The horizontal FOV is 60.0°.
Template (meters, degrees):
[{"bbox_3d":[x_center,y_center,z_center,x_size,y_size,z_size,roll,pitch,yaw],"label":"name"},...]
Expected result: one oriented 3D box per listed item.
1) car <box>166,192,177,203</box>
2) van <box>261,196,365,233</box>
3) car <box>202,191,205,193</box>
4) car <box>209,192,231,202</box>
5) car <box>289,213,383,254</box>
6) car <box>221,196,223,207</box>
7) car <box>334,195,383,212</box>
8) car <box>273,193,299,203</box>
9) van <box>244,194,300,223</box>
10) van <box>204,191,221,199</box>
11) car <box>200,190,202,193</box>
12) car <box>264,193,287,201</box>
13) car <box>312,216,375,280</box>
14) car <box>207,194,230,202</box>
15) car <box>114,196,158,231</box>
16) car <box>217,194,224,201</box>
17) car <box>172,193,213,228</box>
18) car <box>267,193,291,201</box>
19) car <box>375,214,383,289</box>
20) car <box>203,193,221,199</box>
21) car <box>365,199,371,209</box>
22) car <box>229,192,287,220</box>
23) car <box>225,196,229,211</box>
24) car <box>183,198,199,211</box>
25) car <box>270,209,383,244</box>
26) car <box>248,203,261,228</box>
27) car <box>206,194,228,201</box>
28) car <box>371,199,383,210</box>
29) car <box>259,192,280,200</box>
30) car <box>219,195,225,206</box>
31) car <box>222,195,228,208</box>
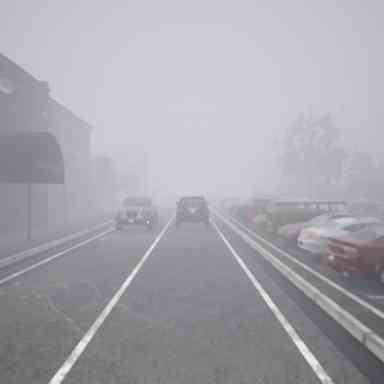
[{"bbox_3d":[-3.713,1.003,62.958,2.150,2.045,5.566,0,1,0],"label":"car"},{"bbox_3d":[6.135,1.351,17.201,4.442,1.987,1.878,0,0,0],"label":"van"},{"bbox_3d":[5.471,1.136,79.620,4.892,1.521,2.231,0,1,0],"label":"car"},{"bbox_3d":[5.585,1.327,65.847,4.674,1.452,2.002,1,1,0],"label":"car"},{"bbox_3d":[6.040,1.601,11.409,4.674,1.452,2.002,0,0,0],"label":"car"},{"bbox_3d":[5.942,1.441,36.862,4.674,1.452,2.002,0,1,0],"label":"car"},{"bbox_3d":[18.487,1.274,36.946,4.553,1.767,2.185,0,1,0],"label":"car"},{"bbox_3d":[18.619,1.162,65.786,4.553,1.767,2.185,0,1,0],"label":"car"},{"bbox_3d":[6.113,1.304,22.732,4.442,1.987,1.878,0,1,0],"label":"van"},{"bbox_3d":[5.305,0.817,87.965,4.442,1.987,1.878,0,1,0],"label":"van"},{"bbox_3d":[5.412,0.822,85.183,5.566,2.045,2.435,0,1,0],"label":"car"},{"bbox_3d":[18.625,1.069,74.266,4.553,1.767,2.185,0,1,0],"label":"car"},{"bbox_3d":[6.048,1.536,8.584,5.008,1.535,2.097,0,0,0],"label":"car"},{"bbox_3d":[5.562,1.257,71.271,4.792,1.488,2.163,0,1,0],"label":"car"},{"bbox_3d":[-3.423,1.279,21.492,2.150,2.045,5.566,0,0,0],"label":"car"},{"bbox_3d":[5.946,1.379,42.514,4.792,1.488,2.163,0,1,0],"label":"car"},{"bbox_3d":[0.021,1.275,23.015,2.150,2.045,5.566,0,0,0],"label":"car"},{"bbox_3d":[18.643,1.100,71.482,4.553,1.767,2.185,0,1,0],"label":"car"},{"bbox_3d":[6.096,1.387,5.759,4.553,1.767,2.185,0,0,0],"label":"car"},{"bbox_3d":[5.396,1.013,90.752,4.892,1.521,2.231,0,1,0],"label":"car"},{"bbox_3d":[18.524,1.424,34.248,5.008,1.535,2.097,0,1,0],"label":"car"},{"bbox_3d":[5.957,1.253,25.556,5.566,2.045,2.435,0,1,0],"label":"car"},{"bbox_3d":[5.957,1.453,31.209,5.008,1.535,2.097,0,1,0],"label":"car"},{"bbox_3d":[-0.129,1.522,41.626,1.994,1.385,4.181,0,0,-1],"label":"car"},{"bbox_3d":[6.033,1.620,14.244,4.674,1.452,2.002,0,0,0],"label":"car"},{"bbox_3d":[6.011,1.596,19.908,4.674,1.452,2.002,0,1,0],"label":"car"},{"bbox_3d":[5.517,1.237,74.054,4.674,1.452,2.002,0,1,0],"label":"car"},{"bbox_3d":[18.558,1.479,28.476,4.892,1.521,2.231,0,1,0],"label":"car"},{"bbox_3d":[18.525,1.009,79.710,4.553,1.767,2.185,0,1,0],"label":"car"},{"bbox_3d":[5.931,1.415,39.687,4.674,1.452,2.002,0,1,0],"label":"car"},{"bbox_3d":[6.136,1.424,34.036,5.366,1.575,1.946,0,1,0],"label":"car"}]
